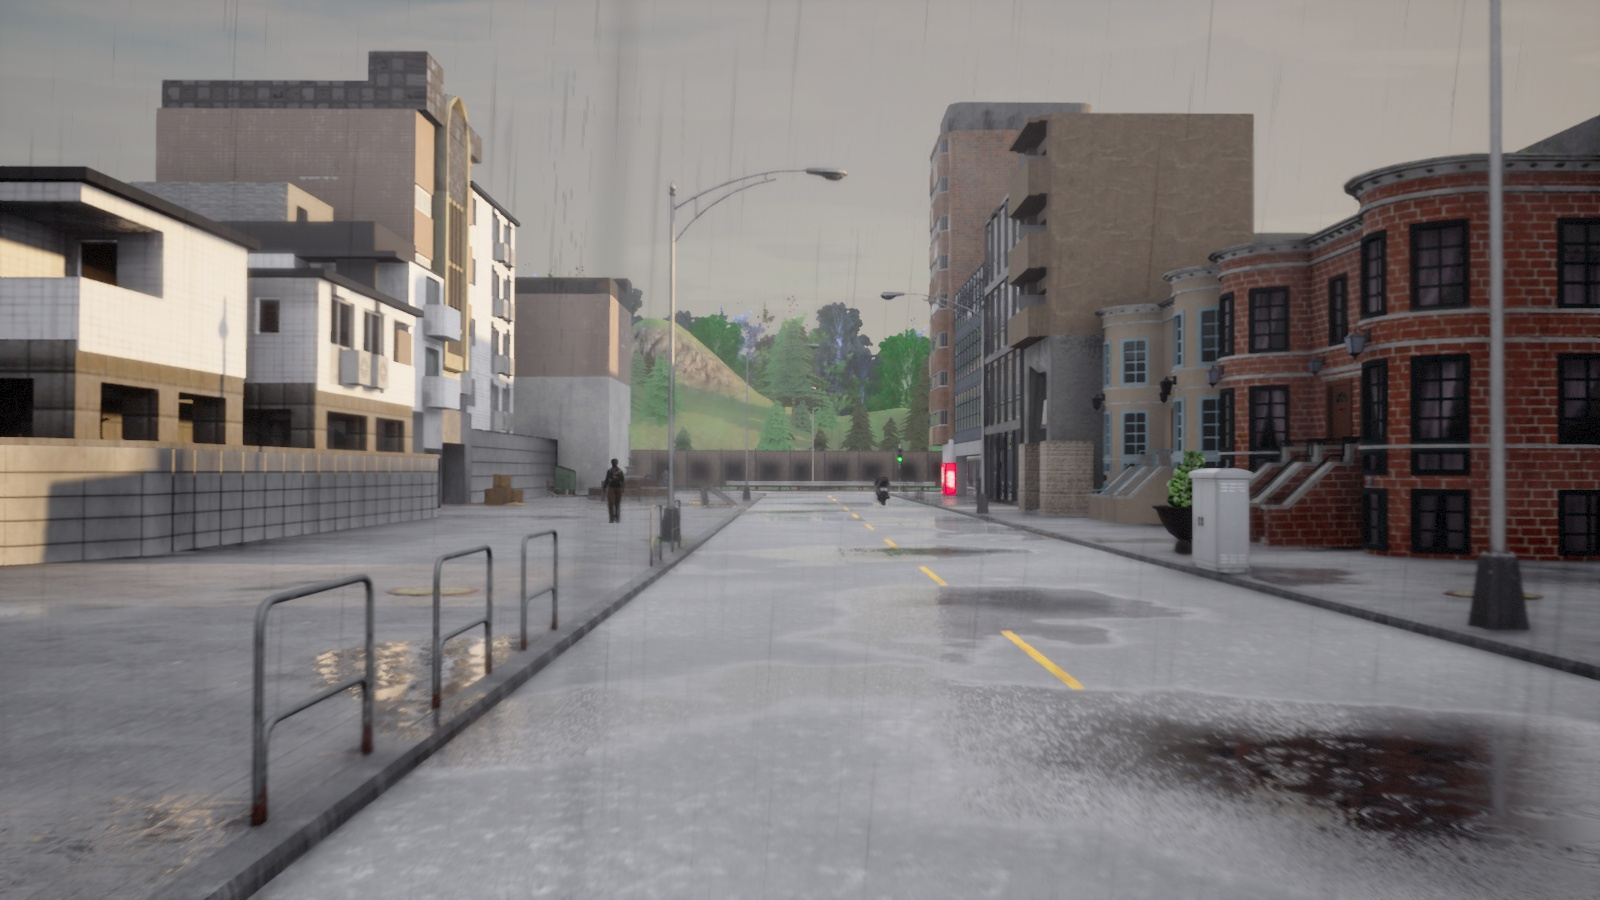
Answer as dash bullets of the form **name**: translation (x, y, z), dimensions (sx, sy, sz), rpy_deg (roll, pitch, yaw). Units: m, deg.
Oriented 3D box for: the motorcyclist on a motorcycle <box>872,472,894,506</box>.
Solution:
- **motorcyclist on a motorcycle**: translation (3.856, 1.815, 58.613), dimensions (0.866, 1.530, 2.191), rpy_deg (0, -1, 0)
